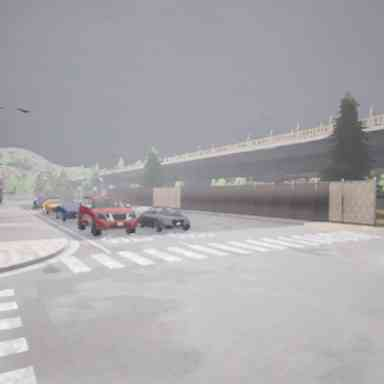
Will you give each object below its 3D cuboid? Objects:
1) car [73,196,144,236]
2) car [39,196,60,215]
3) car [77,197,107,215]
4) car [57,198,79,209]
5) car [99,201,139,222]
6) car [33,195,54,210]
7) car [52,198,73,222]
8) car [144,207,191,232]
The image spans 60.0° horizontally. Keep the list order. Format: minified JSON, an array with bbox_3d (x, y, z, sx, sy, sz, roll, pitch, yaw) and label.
[{"bbox_3d":[-4.972,1.255,18.984,2.150,2.045,5.566,0,0,-31],"label":"car"},{"bbox_3d":[-14.877,1.560,35.868,1.882,1.535,5.008,0,0,-30],"label":"car"},{"bbox_3d":[-10.811,1.455,35.855,2.097,1.767,4.553,0,0,-30],"label":"car"},{"bbox_3d":[-17.952,1.631,48.073,2.128,1.511,4.902,0,-1,-30],"label":"car"},{"bbox_3d":[-6.229,1.584,28.046,1.837,1.490,4.892,0,0,-30],"label":"car"},{"bbox_3d":[-20.180,1.464,44.940,2.097,1.767,4.553,0,-1,-30],"label":"car"},{"bbox_3d":[-10.034,1.536,27.615,1.882,1.535,5.008,0,0,-30],"label":"car"},{"bbox_3d":[-1.771,1.621,20.458,1.994,1.385,4.181,0,0,-30],"label":"car"}]
